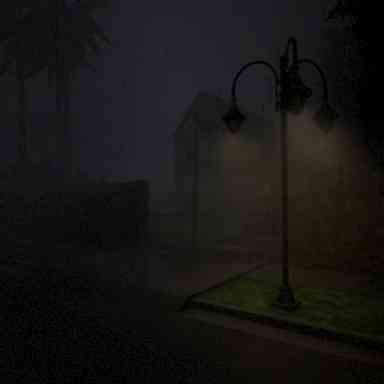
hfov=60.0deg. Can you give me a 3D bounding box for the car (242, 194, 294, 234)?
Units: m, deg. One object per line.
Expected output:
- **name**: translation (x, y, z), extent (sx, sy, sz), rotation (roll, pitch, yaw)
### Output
- **car**: translation (4.430, 1.045, 17.358), extent (1.932, 1.855, 4.605), rotation (-1, 0, 36)
